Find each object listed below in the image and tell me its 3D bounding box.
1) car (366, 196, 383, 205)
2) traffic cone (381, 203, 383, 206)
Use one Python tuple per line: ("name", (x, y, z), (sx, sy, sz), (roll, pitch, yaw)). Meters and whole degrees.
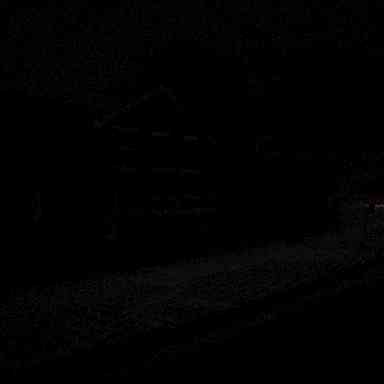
("car", (31.390, 1.458, 57.202), (1.812, 1.442, 4.674), (0, 0, 6))
("traffic cone", (28.272, 1.898, 49.527), (0.340, 0.580, 0.340), (0, 0, 12))
